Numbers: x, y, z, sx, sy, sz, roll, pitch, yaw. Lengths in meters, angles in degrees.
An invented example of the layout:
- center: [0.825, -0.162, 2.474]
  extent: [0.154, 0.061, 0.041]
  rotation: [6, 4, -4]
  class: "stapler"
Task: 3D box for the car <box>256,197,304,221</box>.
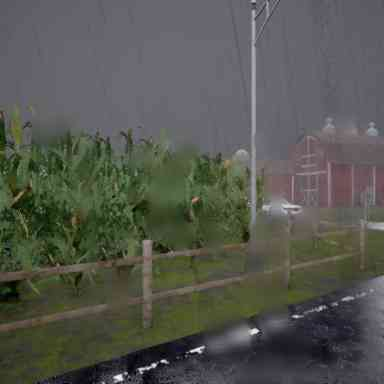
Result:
- center: [7.759, 1.531, 31.042]
  extent: [2.150, 2.045, 5.566]
  rotation: [1, -1, -29]
  class: "car"
